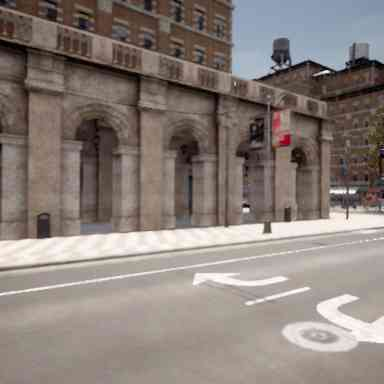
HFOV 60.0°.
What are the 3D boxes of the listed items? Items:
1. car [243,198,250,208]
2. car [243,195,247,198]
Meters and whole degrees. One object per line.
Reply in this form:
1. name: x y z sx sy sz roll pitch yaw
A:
1. car: 9.281 2.004 51.921 1.895 1.301 4.718 1 0 -36
2. car: 10.235 1.784 75.807 2.150 2.045 5.566 1 0 -36
